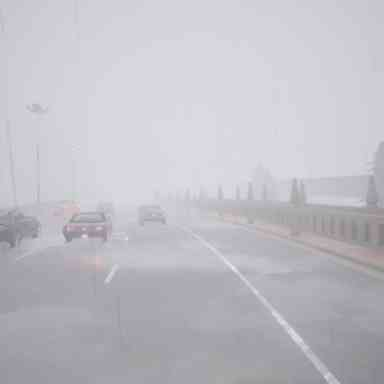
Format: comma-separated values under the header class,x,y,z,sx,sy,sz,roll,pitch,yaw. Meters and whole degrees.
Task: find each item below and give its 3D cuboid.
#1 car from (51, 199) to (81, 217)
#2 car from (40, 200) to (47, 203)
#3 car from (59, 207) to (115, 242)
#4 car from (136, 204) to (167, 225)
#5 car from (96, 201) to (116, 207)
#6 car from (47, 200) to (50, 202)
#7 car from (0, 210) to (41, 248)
class,x,y,z,sx,sy,sz,roll,pitch,yaw
car,-12.254,1.488,33.126,2.097,1.767,4.553,0,0,-13
car,-33.099,2.519,75.111,2.128,1.511,4.902,0,-4,-13
car,-5.079,1.656,16.782,1.895,1.301,4.718,0,0,-10
car,-3.068,1.602,24.584,2.033,1.411,5.357,0,0,-13
car,-8.974,1.663,34.534,2.033,1.411,5.357,0,0,-13
car,-28.098,2.126,69.194,1.994,1.385,4.181,0,-2,-13
car,-8.366,1.563,15.054,2.128,1.511,4.902,0,0,-9
